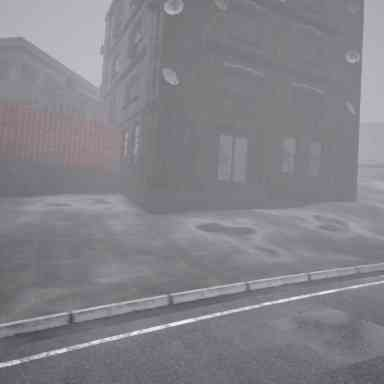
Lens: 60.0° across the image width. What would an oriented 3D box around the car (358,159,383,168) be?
[{"bbox_3d":[22.583,-3.264,42.059,4.553,1.767,2.185,2,-3,16],"label":"car"}]
